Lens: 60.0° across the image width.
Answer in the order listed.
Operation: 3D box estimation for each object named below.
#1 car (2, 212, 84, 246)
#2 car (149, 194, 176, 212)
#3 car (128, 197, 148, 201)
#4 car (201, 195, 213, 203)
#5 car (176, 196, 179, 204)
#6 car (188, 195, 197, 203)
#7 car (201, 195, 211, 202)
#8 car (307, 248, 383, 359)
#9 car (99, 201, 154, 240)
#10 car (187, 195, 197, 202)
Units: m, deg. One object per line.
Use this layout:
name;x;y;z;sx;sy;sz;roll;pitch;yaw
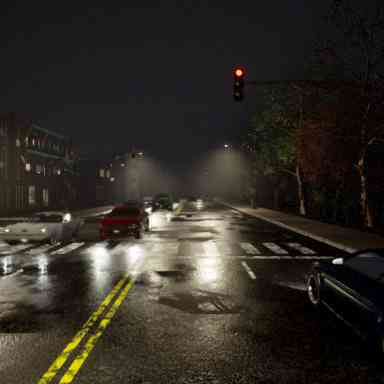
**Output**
car;-6.603;1.599;15.313;1.895;1.301;4.718;0;0;0
car;-3.359;1.209;38.905;2.150;2.045;5.566;0;0;0
car;-6.607;1.553;37.711;1.994;1.385;4.181;0;0;0
car;3.337;1.467;68.349;2.128;1.511;4.902;0;0;0
car;-3.327;1.526;62.545;2.033;1.411;5.357;0;0;0
car;0.086;1.501;69.677;1.812;1.442;4.674;0;0;0
car;3.231;1.510;78.533;2.033;1.411;5.357;0;0;0
car;3.337;1.563;5.254;1.994;1.385;4.181;0;0;1
car;-3.354;1.474;17.261;1.882;1.535;5.008;0;0;0
car;-0.017;1.494;79.758;2.128;1.511;4.902;0;0;0
